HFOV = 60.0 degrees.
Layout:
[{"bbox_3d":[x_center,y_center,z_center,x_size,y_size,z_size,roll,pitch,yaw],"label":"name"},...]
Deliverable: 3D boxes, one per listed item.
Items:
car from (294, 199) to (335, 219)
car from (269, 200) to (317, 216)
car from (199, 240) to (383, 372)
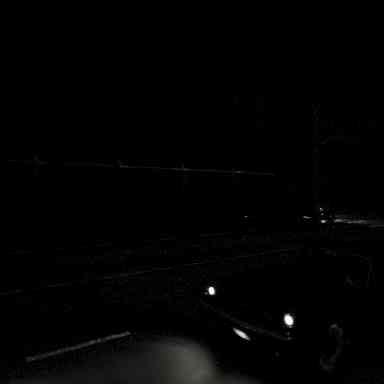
[{"bbox_3d":[10.124,1.407,29.150,2.097,1.767,4.553,0,0,-34],"label":"car"},{"bbox_3d":[10.462,1.581,34.835,1.812,1.442,4.674,0,0,-36],"label":"car"},{"bbox_3d":[2.459,1.601,5.771,4.718,1.301,1.895,0,0,-36],"label":"car"}]
